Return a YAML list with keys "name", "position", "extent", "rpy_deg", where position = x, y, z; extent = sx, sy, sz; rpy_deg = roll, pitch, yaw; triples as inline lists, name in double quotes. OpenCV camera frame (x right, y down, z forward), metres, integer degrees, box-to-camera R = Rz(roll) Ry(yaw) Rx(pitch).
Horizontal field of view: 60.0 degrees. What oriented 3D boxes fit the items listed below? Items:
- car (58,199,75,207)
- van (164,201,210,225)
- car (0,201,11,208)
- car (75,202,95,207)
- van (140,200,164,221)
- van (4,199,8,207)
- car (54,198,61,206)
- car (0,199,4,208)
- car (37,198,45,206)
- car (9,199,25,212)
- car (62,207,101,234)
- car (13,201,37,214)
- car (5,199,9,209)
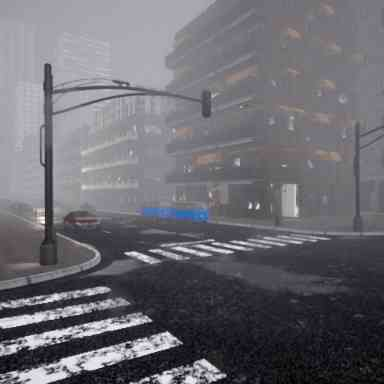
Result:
- name: "car"
  position: [-21.899, 2.297, 59.159]
  extent: [1.752, 1.417, 4.829]
  rpy_deg: [-1, 0, -33]
- name: "van"
  position: [-0.277, 1.597, 26.247]
  extent: [1.690, 1.788, 3.998]
  rpy_deg: [-1, 0, -33]
- name: "car"
  position: [-41.134, 2.649, 73.161]
  extent: [2.008, 1.369, 4.403]
  rpy_deg: [-1, 0, -33]
- name: "car"
  position: [-15.652, 2.205, 49.654]
  extent: [1.802, 1.307, 4.206]
  rpy_deg: [-1, 0, -33]
- name: "van"
  position: [-3.353, 1.671, 30.929]
  extent: [1.690, 1.788, 3.998]
  rpy_deg: [-1, 0, -33]
- name: "van"
  position: [-31.877, 2.218, 59.138]
  extent: [1.690, 1.788, 3.998]
  rpy_deg: [-1, 0, -33]
- name: "car"
  position: [-27.962, 2.232, 68.380]
  extent: [2.192, 1.841, 5.009]
  rpy_deg: [-1, 0, -33]
- name: "car"
  position: [-38.049, 2.339, 68.489]
  extent: [2.192, 1.841, 5.009]
  rpy_deg: [-1, 0, -33]
- name: "car"
  position: [-34.115, 2.380, 77.743]
  extent: [2.192, 1.841, 5.009]
  rpy_deg: [-1, 0, -33]
- name: "car"
  position: [-25.723, 2.170, 49.775]
  extent: [1.967, 1.590, 4.097]
  rpy_deg: [-1, 0, -33]
- name: "car"
  position: [-7.263, 1.872, 21.686]
  extent: [1.802, 1.307, 4.206]
  rpy_deg: [-1, 0, -33]
- name: "car"
  position: [-22.644, 2.238, 45.094]
  extent: [1.802, 1.307, 4.206]
  rpy_deg: [-1, 0, -33]
- name: "car"
  position: [-28.796, 2.354, 54.457]
  extent: [2.008, 1.369, 4.403]
  rpy_deg: [-1, 0, -33]
